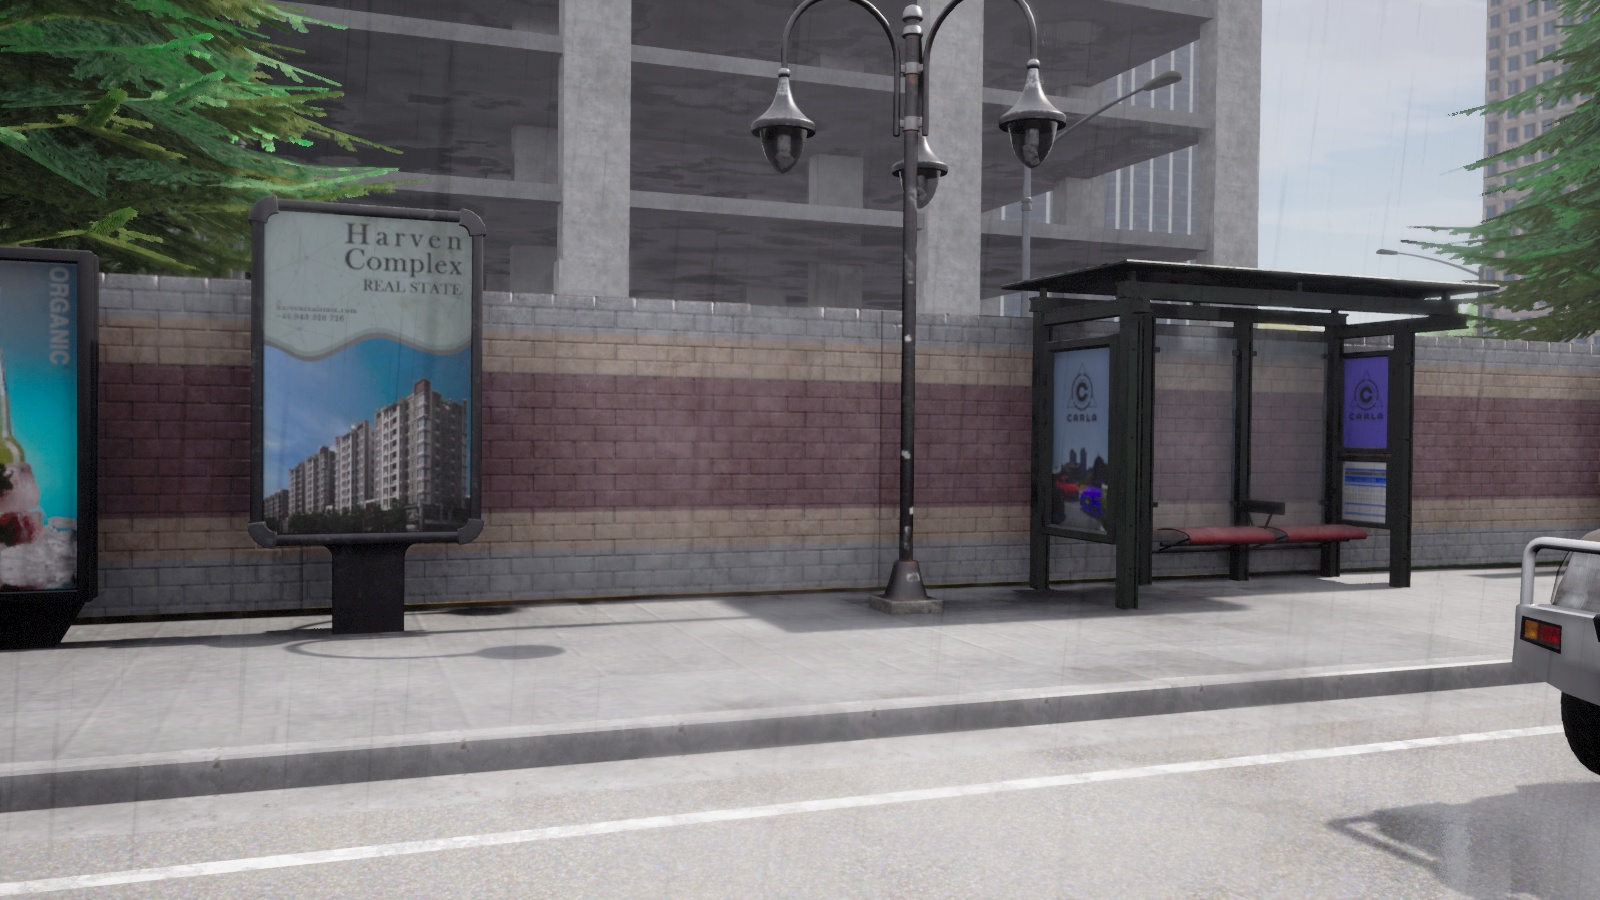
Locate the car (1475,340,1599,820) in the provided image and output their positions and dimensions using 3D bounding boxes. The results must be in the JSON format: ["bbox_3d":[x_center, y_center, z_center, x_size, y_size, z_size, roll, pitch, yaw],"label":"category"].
[{"bbox_3d":[5.380,0.471,5.284,4.605,1.855,1.932,-1,1,-21],"label":"car"}]

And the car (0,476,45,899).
[{"bbox_3d":[-3.928,0.838,1.747,4.674,1.442,1.812,-1,1,-21],"label":"car"}]
